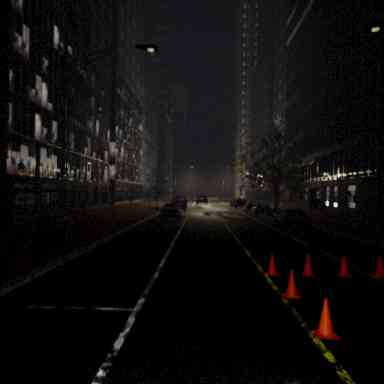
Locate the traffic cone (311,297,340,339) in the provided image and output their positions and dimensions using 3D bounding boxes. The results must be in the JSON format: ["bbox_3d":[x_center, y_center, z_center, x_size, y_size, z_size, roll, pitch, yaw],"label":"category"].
[{"bbox_3d":[2.156,2.002,5.366,0.340,0.580,0.340,1,0,1],"label":"traffic cone"}]

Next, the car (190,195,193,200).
[{"bbox_3d":[-0.156,1.603,90.208,1.887,1.381,4.507,1,0,1],"label":"car"}]

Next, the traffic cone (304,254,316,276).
[{"bbox_3d":[3.255,2.028,9.340,0.340,0.580,0.340,1,0,1],"label":"traffic cone"}]

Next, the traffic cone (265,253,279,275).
[{"bbox_3d":[2.255,2.011,9.364,0.340,0.580,0.340,1,0,1],"label":"traffic cone"}]

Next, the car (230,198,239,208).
[{"bbox_3d":[7.237,1.627,50.160,1.967,1.590,4.097,1,0,1],"label":"car"}]

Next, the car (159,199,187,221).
[{"bbox_3d":[-1.704,1.572,27.608,2.008,1.369,4.403,1,0,1],"label":"car"}]

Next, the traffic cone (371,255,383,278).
[{"bbox_3d":[5.254,2.061,9.290,0.340,0.580,0.340,1,0,1],"label":"traffic cone"}]

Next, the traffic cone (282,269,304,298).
[{"bbox_3d":[2.206,2.006,7.365,0.340,0.580,0.340,1,0,1],"label":"traffic cone"}]

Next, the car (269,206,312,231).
[{"bbox_3d":[6.532,1.732,21.706,1.802,1.307,4.206,1,0,1],"label":"car"}]

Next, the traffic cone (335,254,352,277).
[{"bbox_3d":[4.254,2.044,9.315,0.340,0.580,0.340,1,0,1],"label":"traffic cone"}]

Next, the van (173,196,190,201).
[{"bbox_3d":[-1.419,1.379,38.990,1.690,1.788,3.998,1,0,1],"label":"van"}]

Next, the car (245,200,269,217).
[{"bbox_3d":[6.814,1.722,33.088,2.008,1.369,4.403,1,0,1],"label":"car"}]

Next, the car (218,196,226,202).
[{"bbox_3d":[7.939,1.745,78.614,1.887,1.381,4.507,1,0,1],"label":"car"}]

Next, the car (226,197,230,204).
[{"bbox_3d":[7.378,1.631,55.850,1.967,1.590,4.097,1,0,1],"label":"car"}]

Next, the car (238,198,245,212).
[{"bbox_3d":[6.954,1.729,38.778,2.008,1.369,4.403,1,0,1],"label":"car"}]

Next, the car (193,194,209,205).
[{"bbox_3d":[1.829,1.322,61.491,2.150,2.045,5.566,1,0,1],"label":"car"}]
